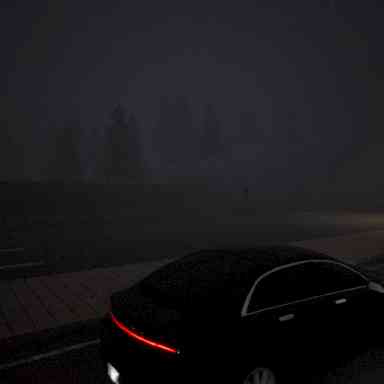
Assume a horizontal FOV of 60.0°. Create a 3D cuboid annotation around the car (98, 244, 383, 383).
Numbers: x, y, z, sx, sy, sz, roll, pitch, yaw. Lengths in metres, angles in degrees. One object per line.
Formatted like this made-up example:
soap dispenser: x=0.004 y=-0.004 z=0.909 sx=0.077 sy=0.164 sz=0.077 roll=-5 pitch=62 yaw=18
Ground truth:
car: x=1.215 y=1.504 z=4.612 sx=4.892 sy=1.490 sz=1.837 roll=0 pitch=0 yaw=-36
